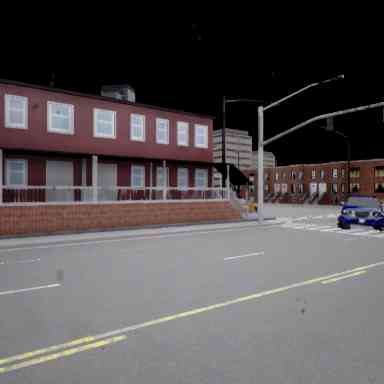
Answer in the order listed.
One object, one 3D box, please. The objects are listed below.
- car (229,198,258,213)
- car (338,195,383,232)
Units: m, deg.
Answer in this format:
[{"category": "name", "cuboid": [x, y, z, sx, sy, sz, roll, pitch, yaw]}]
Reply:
[{"category": "car", "cuboid": [5.551, 1.478, 37.300, 1.882, 1.535, 5.008, 0, 1, -36]}, {"category": "car", "cuboid": [10.690, 1.220, 20.759, 2.150, 2.045, 5.566, 2, 1, 28]}]
